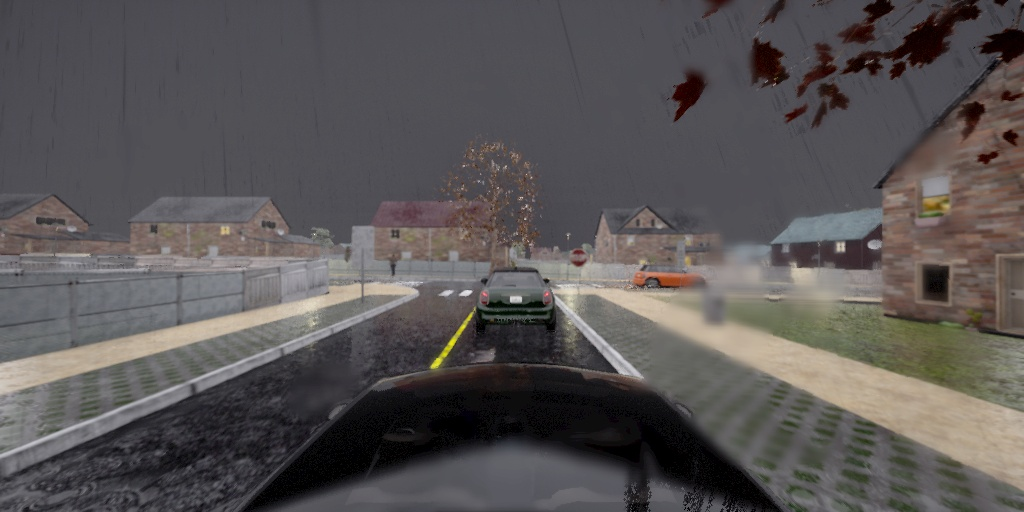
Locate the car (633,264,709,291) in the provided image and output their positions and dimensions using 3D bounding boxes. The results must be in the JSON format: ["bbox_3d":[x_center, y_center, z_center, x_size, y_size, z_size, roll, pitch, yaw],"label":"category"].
[{"bbox_3d":[10.487,1.354,23.695,4.553,1.767,2.097,1,0,-1],"label":"car"}]

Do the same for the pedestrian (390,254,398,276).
[{"bbox_3d":[-9.706,0.746,29.336,0.375,1.860,0.375,0,-1,0],"label":"pedestrian"}]

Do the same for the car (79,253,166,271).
[{"bbox_3d":[-25.141,0.638,23.377,4.553,1.767,2.097,1,0,0],"label":"car"}]

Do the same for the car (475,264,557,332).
[{"bbox_3d":[0.098,1.095,11.039,2.097,1.767,4.553,0,0,0],"label":"car"}]

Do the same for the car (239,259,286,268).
[{"bbox_3d":[-15.039,0.944,23.439,5.008,1.535,1.882,1,0,0],"label":"car"}]
